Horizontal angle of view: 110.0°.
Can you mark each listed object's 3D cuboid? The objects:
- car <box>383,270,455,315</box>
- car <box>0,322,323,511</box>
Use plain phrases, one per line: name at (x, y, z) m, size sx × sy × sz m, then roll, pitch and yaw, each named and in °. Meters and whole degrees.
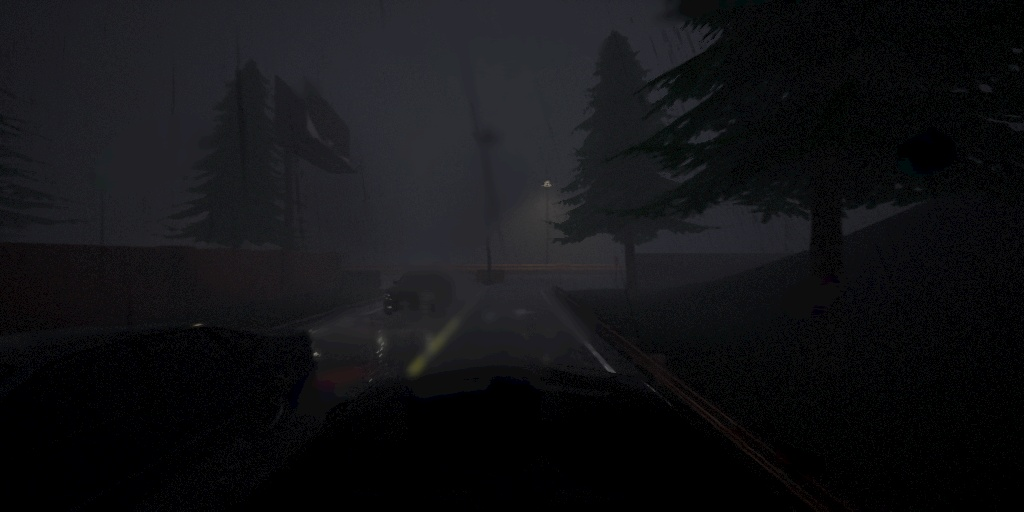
car at (-3.501, 1.328, 14.296) m, size 1.882 × 1.535 × 5.008 m, roll 0°, pitch 0°, yaw 0°
car at (-3.588, 1.307, 2.706) m, size 2.033 × 1.411 × 5.357 m, roll 0°, pitch 0°, yaw 0°
